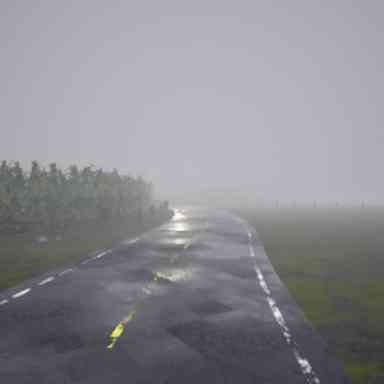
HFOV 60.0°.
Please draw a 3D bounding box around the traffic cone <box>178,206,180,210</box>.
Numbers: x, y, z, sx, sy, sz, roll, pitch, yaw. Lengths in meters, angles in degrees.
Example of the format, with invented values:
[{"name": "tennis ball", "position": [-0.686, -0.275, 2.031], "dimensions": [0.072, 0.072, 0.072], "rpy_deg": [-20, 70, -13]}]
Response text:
[{"name": "traffic cone", "position": [-1.333, 2.200, 40.998], "dimensions": [0.340, 0.580, 0.340], "rpy_deg": [0, 0, -5]}]
